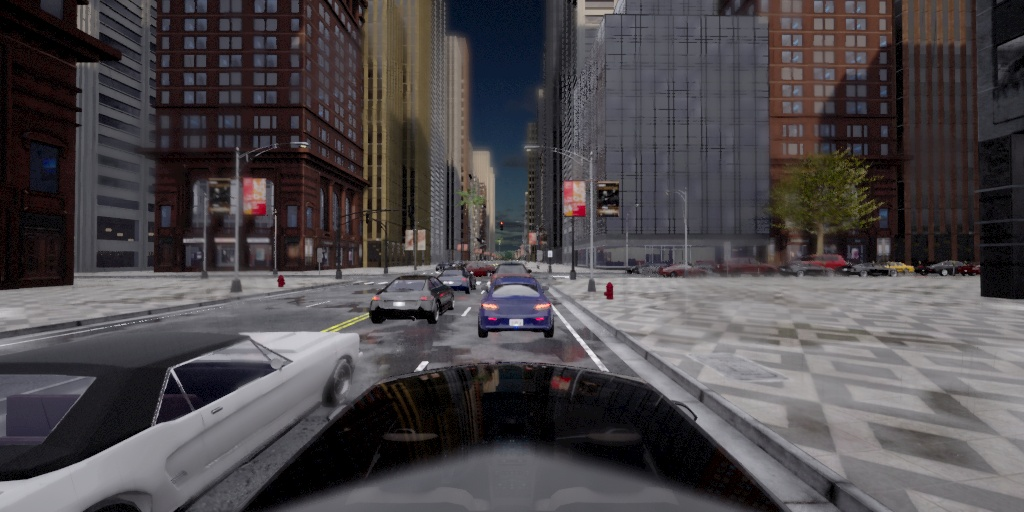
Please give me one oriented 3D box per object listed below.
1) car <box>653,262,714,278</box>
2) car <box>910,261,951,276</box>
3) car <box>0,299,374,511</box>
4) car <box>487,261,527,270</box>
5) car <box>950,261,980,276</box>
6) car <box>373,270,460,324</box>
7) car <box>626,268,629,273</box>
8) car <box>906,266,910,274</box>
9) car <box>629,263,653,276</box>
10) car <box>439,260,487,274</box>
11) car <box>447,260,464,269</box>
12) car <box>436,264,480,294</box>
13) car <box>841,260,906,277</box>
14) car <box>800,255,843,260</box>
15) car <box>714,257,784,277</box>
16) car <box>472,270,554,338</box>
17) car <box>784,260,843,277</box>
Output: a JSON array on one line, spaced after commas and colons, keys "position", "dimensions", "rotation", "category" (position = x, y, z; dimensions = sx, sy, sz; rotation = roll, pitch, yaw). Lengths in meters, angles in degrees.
[{"position": [15.279, 1.325, 32.129], "dimensions": [4.207, 1.307, 1.802], "rotation": [0, 0, -1], "category": "car"}, {"position": [42.758, 1.203, 35.215], "dimensions": [4.892, 1.490, 1.837], "rotation": [0, -1, -1], "category": "car"}, {"position": [-3.155, 1.351, 3.262], "dimensions": [1.895, 1.301, 4.718], "rotation": [0, 0, 0], "category": "car"}, {"position": [-0.021, 1.135, 19.080], "dimensions": [2.097, 1.767, 4.553], "rotation": [0, 0, 0], "category": "car"}, {"position": [43.467, 1.211, 32.602], "dimensions": [4.507, 1.381, 1.888], "rotation": [0, 0, -1], "category": "car"}, {"position": [-3.164, 1.326, 12.085], "dimensions": [1.994, 1.385, 4.181], "rotation": [0, 0, 0], "category": "car"}, {"position": [15.138, 1.410, 40.652], "dimensions": [4.313, 1.339, 1.948], "rotation": [0, 0, -1], "category": "car"}, {"position": [43.161, 1.292, 41.122], "dimensions": [4.829, 1.417, 1.751], "rotation": [0, 0, -1], "category": "car"}, {"position": [15.094, 1.377, 37.902], "dimensions": [4.181, 1.385, 1.994], "rotation": [0, -1, -1], "category": "car"}, {"position": [-3.822, 1.307, 32.849], "dimensions": [1.882, 1.535, 5.008], "rotation": [-2, -2, 44], "category": "car"}, {"position": [-9.893, 1.543, 63.103], "dimensions": [2.128, 1.511, 4.902], "rotation": [0, 0, 0], "category": "car"}, {"position": [-3.174, 1.352, 20.473], "dimensions": [1.994, 1.385, 4.181], "rotation": [0, 0, 0], "category": "car"}, {"position": [32.192, 1.257, 32.412], "dimensions": [4.313, 1.339, 1.948], "rotation": [0, 0, -1], "category": "car"}, {"position": [32.266, 0.976, 38.189], "dimensions": [5.566, 2.045, 2.150], "rotation": [-1, -1, -1], "category": "car"}, {"position": [20.918, 1.039, 32.224], "dimensions": [5.009, 1.841, 2.192], "rotation": [0, 0, -1], "category": "car"}, {"position": [0.094, 1.284, 10.095], "dimensions": [1.812, 1.442, 4.674], "rotation": [0, 0, 0], "category": "car"}, {"position": [26.555, 1.273, 32.318], "dimensions": [4.313, 1.339, 1.948], "rotation": [0, 0, -1], "category": "car"}]
